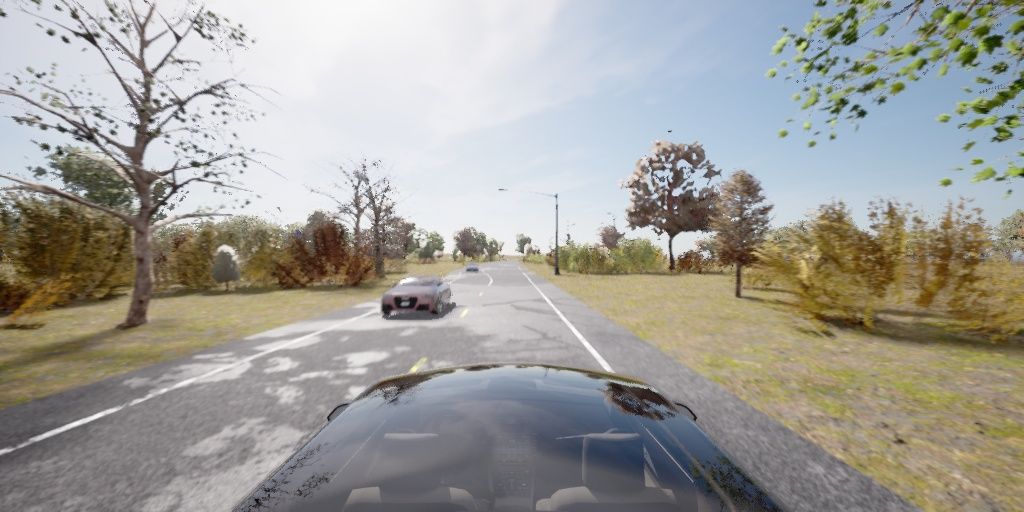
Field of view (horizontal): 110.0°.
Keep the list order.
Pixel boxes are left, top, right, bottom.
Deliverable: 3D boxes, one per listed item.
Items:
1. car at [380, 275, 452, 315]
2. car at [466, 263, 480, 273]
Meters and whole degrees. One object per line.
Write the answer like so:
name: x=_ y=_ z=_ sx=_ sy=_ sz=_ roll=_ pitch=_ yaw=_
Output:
car: x=-3.620 y=1.440 z=14.166 sx=1.994 sy=1.385 sz=4.181 roll=0 pitch=-1 yaw=0
car: x=-6.027 y=1.759 z=54.343 sx=1.812 sy=1.442 sz=4.674 roll=0 pitch=0 yaw=-6
